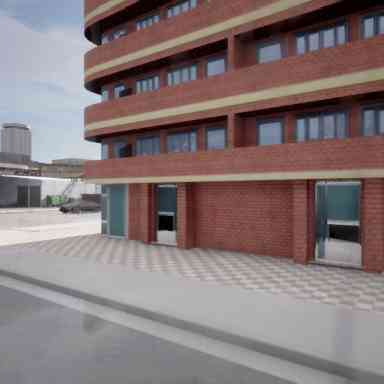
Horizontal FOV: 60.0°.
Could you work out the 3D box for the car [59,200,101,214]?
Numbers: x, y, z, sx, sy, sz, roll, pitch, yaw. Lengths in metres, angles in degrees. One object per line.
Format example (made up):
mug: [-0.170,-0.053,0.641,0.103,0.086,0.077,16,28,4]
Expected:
car: [-11.629,1.564,34.658,1.994,1.385,4.181,0,0,34]
